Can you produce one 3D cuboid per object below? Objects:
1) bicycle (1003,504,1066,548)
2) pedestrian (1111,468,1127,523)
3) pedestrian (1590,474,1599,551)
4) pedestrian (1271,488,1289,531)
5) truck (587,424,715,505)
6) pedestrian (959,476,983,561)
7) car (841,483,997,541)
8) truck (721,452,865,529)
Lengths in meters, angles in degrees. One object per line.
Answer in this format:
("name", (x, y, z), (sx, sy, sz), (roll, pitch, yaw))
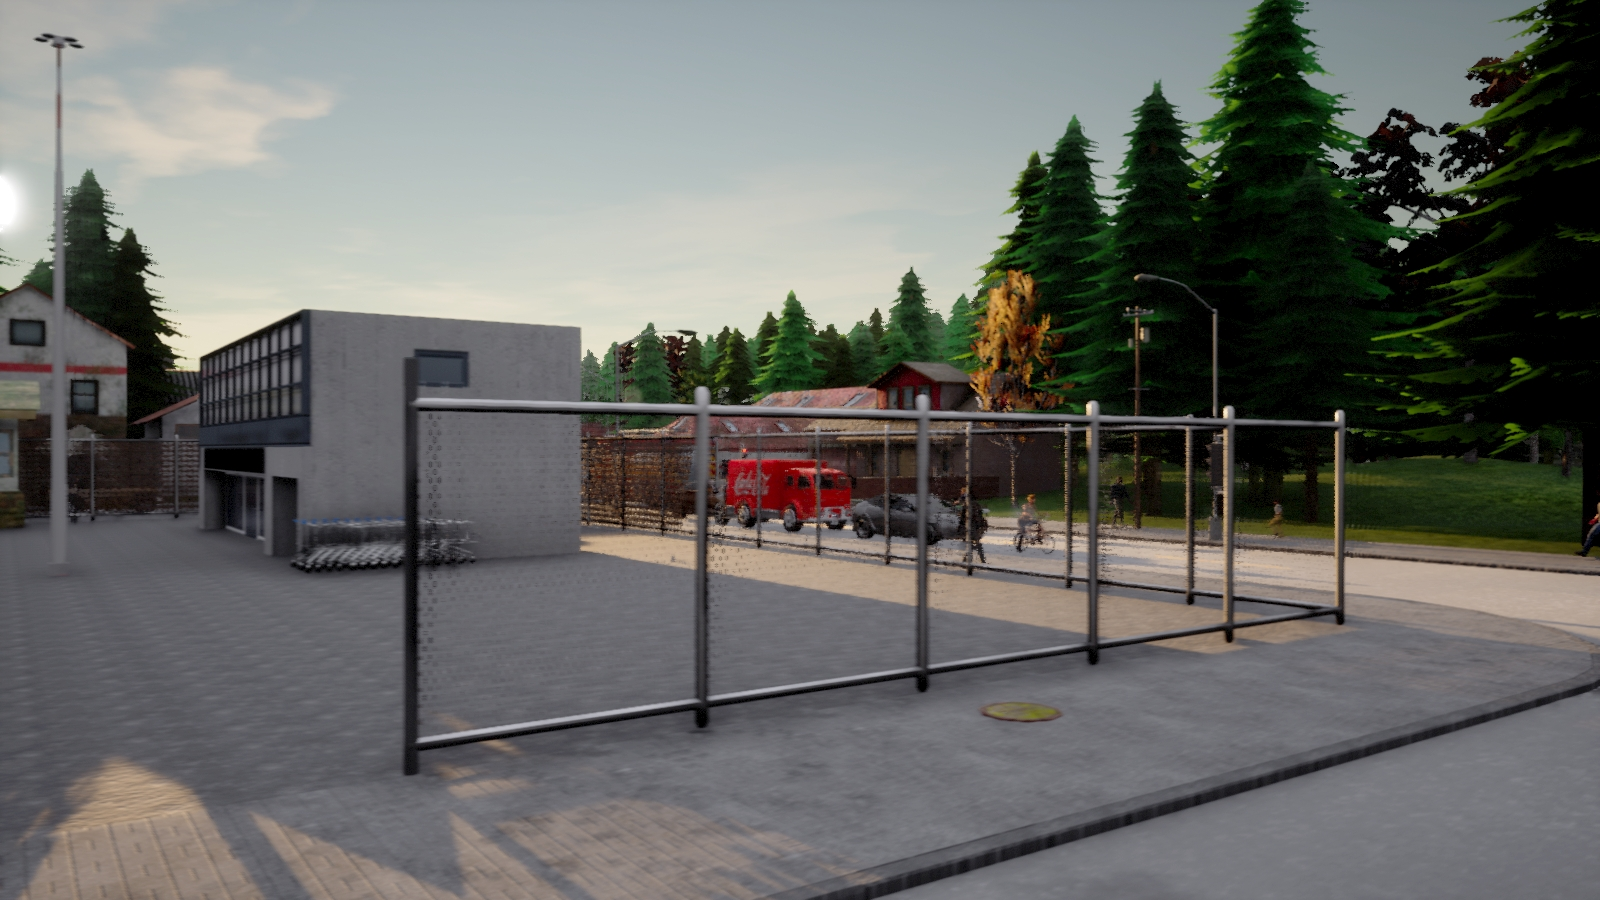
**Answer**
("bicycle", (6.358, 2.036, 31.019), (0.859, 1.080, 1.487), (0, 0, -35))
("pedestrian", (10.738, 1.524, 38.496), (0.375, 1.860, 0.375), (0, 0, -21))
("pedestrian", (19.605, 1.524, 27.979), (0.375, 1.860, 0.375), (0, 0, 45))
("pedestrian", (14.596, 1.805, 34.734), (0.375, 1.300, 0.375), (0, 0, -41))
("truck", (-7.734, 0.670, 58.150), (2.891, 3.827, 8.468), (0, 0, -35))
("pedestrian", (3.817, 1.516, 25.491), (0.375, 1.860, 0.375), (0, 0, -39))
("car", (3.557, 1.843, 35.021), (2.163, 1.488, 4.792), (0, 0, -35))
("truck", (-0.324, 1.339, 40.593), (2.627, 2.467, 5.204), (0, 0, -35))
